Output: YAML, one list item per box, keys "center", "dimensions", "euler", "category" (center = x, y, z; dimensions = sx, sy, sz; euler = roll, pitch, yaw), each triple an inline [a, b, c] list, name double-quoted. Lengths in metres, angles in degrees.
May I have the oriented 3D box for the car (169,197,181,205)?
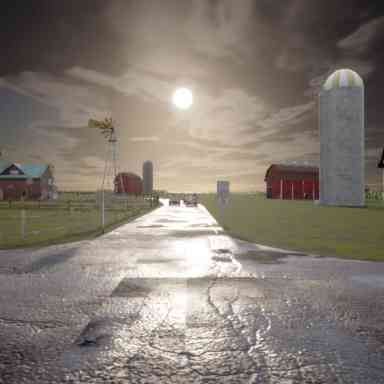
- center: [-3.019, 1.588, 58.105]
  dimensions: [1.994, 1.385, 4.181]
  euler: [0, 0, -2]
  category: "car"

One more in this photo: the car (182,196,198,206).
- center: [-0.080, 1.518, 54.009]
  dimensions: [2.128, 1.511, 4.902]
  euler: [0, 0, -2]
  category: "car"

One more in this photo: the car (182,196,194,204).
- center: [-0.748, 1.525, 64.117]
  dimensions: [1.837, 1.490, 4.892]
  euler: [0, 0, -6]
  category: "car"
